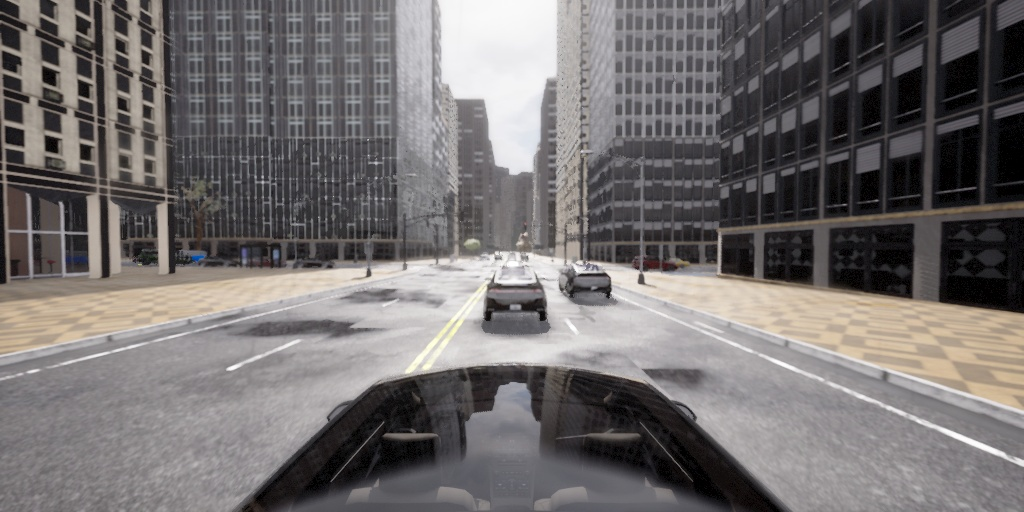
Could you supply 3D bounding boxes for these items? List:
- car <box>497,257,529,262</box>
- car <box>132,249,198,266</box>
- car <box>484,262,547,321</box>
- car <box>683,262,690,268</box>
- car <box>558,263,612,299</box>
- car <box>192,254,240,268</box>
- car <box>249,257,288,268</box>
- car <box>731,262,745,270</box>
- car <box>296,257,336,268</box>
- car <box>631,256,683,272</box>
[{"bbox_3d":[0.109,1.040,27.913,2.033,1.411,5.357,0,1,0],"label":"car"},{"bbox_3d":[-43.119,0.198,44.679,5.566,2.045,2.150,1,1,2],"label":"car"},{"bbox_3d":[0.101,1.142,12.078,2.128,1.511,4.902,0,1,0],"label":"car"},{"bbox_3d":[21.817,0.940,49.275,4.829,1.417,1.751,0,0,1],"label":"car"},{"bbox_3d":[3.356,1.092,17.100,2.128,1.511,4.902,0,1,0],"label":"car"},{"bbox_3d":[-34.085,0.694,41.835,4.313,1.339,1.948,0,0,1],"label":"car"},{"bbox_3d":[-28.404,0.764,41.660,4.207,1.307,1.802,0,0,1],"label":"car"},{"bbox_3d":[27.653,1.204,40.794,4.829,1.417,1.751,0,0,1],"label":"car"},{"bbox_3d":[-22.720,0.800,41.526,4.313,1.339,1.948,0,0,1],"label":"car"},{"bbox_3d":[16.205,0.894,40.992,5.009,1.841,2.192,0,0,1],"label":"car"}]
